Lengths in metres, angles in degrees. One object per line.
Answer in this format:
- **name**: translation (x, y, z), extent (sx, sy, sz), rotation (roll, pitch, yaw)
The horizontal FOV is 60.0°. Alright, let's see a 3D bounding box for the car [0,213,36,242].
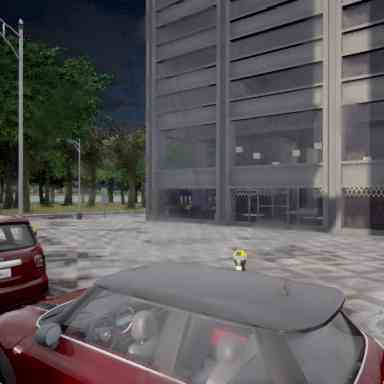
- **car**: translation (-4.800, 1.315, 6.382), extent (5.009, 1.841, 2.192), rotation (0, 0, 35)

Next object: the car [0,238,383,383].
- **car**: translation (-0.371, 1.440, 3.227), extent (4.097, 1.590, 1.967), rotation (0, 0, 35)
